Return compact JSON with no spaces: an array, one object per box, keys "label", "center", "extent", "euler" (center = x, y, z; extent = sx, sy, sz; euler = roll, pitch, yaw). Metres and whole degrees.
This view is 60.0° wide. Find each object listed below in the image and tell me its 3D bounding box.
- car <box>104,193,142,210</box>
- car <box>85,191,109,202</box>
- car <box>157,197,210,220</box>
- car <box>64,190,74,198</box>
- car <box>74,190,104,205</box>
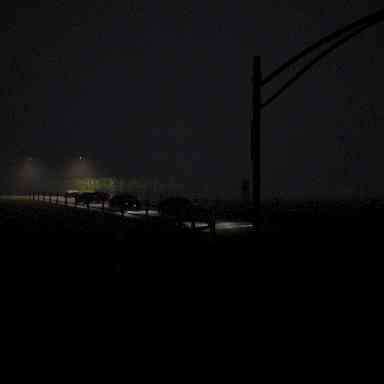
[{"label":"car","center":[-6.650,0.954,32.712],"extent":[1.837,1.490,4.892],"euler":[0,1,-35]},{"label":"car","center":[-14.359,0.606,50.224],"extent":[1.882,1.535,5.008],"euler":[0,0,-35]},{"label":"car","center":[-0.720,1.114,24.208],"extent":[1.882,1.535,5.008],"euler":[0,1,-35]},{"label":"car","center":[-22.405,0.375,61.745],"extent":[2.128,1.511,4.902],"euler":[0,1,-35]},{"label":"car","center":[-12.952,0.777,41.768],"extent":[1.812,1.442,4.674],"euler":[0,1,-35]}]
